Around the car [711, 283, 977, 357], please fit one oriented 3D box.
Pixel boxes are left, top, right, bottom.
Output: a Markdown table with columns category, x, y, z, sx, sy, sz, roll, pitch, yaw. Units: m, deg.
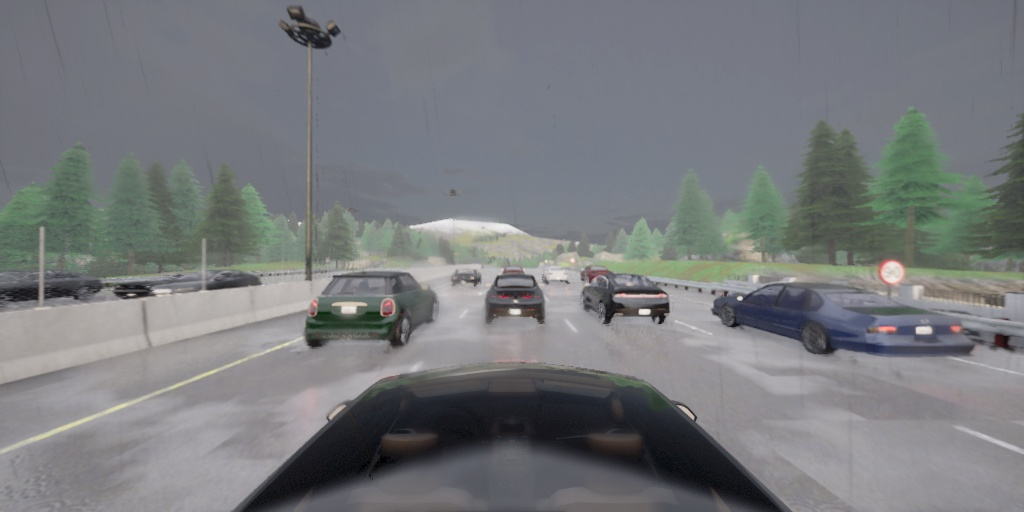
| category | x | y | z | sx | sy | sz | roll | pitch | yaw |
| --- | --- | --- | --- | --- | --- | --- | --- | --- | --- |
| car | 7.104 | 1.355 | 8.698 | 2.033 | 1.411 | 5.357 | 0 | -1 | 0 |

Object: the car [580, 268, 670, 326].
| category | x | y | z | sx | sy | sz | roll | pitch | yaw |
| --- | --- | --- | --- | --- | --- | --- | --- | --- | --- |
| car | 3.604 | 1.333 | 12.171 | 2.128 | 1.511 | 4.902 | 0 | -1 | 0 |

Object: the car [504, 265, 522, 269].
| category | x | y | z | sx | sy | sz | roll | pitch | yaw |
| --- | --- | --- | --- | --- | --- | --- | --- | --- | --- |
| car | 0.110 | 1.514 | 30.749 | 1.882 | 1.535 | 5.008 | 0 | -1 | 0 |

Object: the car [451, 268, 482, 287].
| category | x | y | z | sx | sy | sz | roll | pitch | yaw |
| --- | --- | --- | --- | --- | --- | --- | --- | --- | --- |
| car | -3.391 | 1.603 | 27.494 | 1.895 | 1.301 | 4.718 | 0 | -1 | 0 |

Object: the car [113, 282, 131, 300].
| category | x | y | z | sx | sy | sz | roll | pitch | yaw |
| --- | --- | --- | --- | --- | --- | --- | --- | --- | --- |
| car | -17.550 | 1.509 | 18.774 | 1.895 | 1.301 | 4.718 | 0 | -1 | 0 |

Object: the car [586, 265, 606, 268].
| category | x | y | z | sx | sy | sz | roll | pitch | yaw |
| --- | --- | --- | --- | --- | --- | --- | --- | --- | --- |
| car | 7.121 | 1.515 | 30.772 | 1.882 | 1.535 | 5.008 | 0 | -1 | 0 |

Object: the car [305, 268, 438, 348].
| category | x | y | z | sx | sy | sz | roll | pitch | yaw |
| --- | --- | --- | --- | --- | --- | --- | --- | --- | --- |
| car | -3.397 | 1.168 | 9.609 | 2.097 | 1.767 | 4.553 | 0 | -1 | 0 |

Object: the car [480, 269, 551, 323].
| category | x | y | z | sx | sy | sz | roll | pitch | yaw |
| --- | --- | --- | --- | --- | --- | --- | --- | --- | --- |
| car | 0.104 | 1.350 | 12.475 | 1.837 | 1.490 | 4.892 | 0 | -1 | 0 |

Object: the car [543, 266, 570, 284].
| category | x | y | z | sx | sy | sz | roll | pitch | yaw |
| --- | --- | --- | --- | --- | --- | --- | --- | --- | --- |
| car | 3.610 | 1.557 | 30.260 | 1.812 | 1.442 | 4.674 | 0 | -1 | 0 |

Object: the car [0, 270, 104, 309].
| category | x | y | z | sx | sy | sz | roll | pitch | yaw |
| --- | --- | --- | --- | --- | --- | --- | --- | --- | --- |
| car | -21.069 | 1.367 | 15.582 | 2.128 | 1.511 | 4.902 | 0 | -1 | 0 |

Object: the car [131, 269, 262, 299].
| category | x | y | z | sx | sy | sz | roll | pitch | yaw |
| --- | --- | --- | --- | --- | --- | --- | --- | --- | --- |
| car | -14.062 | 1.381 | 16.808 | 2.128 | 1.511 | 4.902 | 0 | -1 | 0 |
